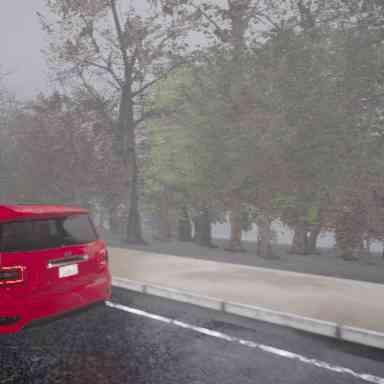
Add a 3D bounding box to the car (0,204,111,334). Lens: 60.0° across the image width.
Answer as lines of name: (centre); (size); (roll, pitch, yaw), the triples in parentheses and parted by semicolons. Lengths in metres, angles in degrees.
car: (-3.976, 1.251, 6.396); (5.566, 2.045, 2.150); (0, 0, 35)
